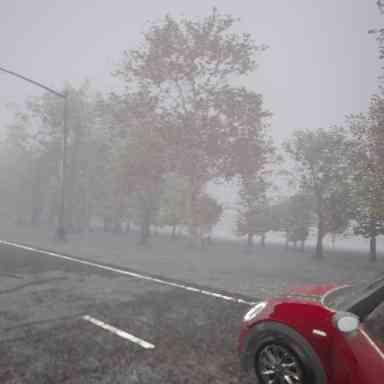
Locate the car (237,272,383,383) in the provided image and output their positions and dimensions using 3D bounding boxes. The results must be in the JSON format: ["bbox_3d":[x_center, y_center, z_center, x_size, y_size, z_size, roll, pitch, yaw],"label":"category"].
[{"bbox_3d":[2.744,1.584,3.715,4.553,1.767,2.097,-1,-3,42],"label":"car"}]
